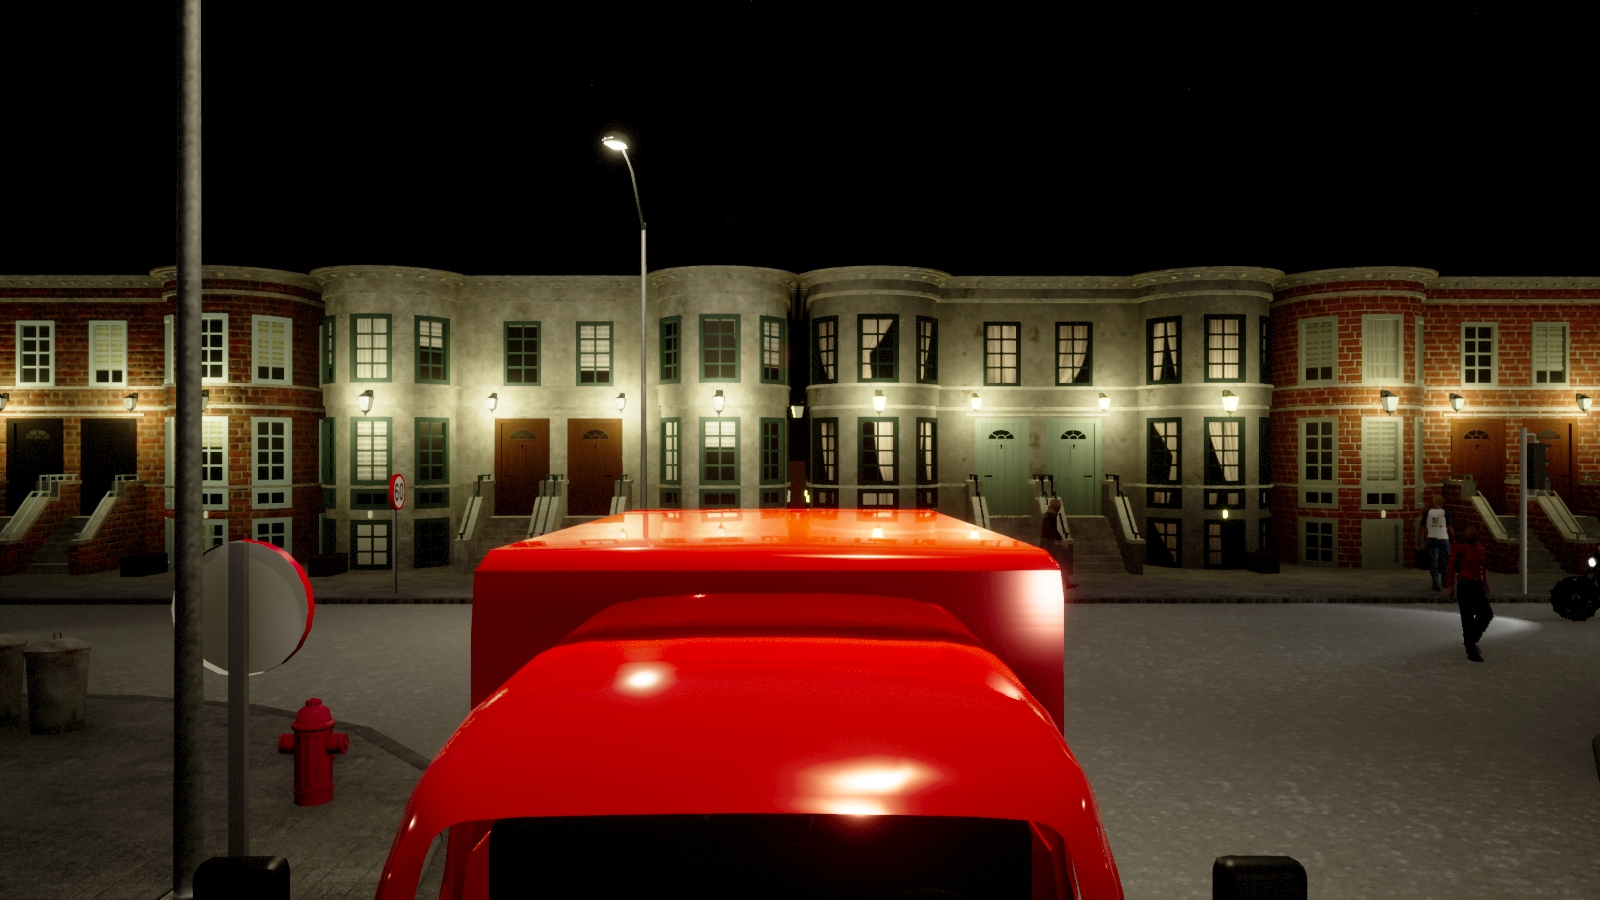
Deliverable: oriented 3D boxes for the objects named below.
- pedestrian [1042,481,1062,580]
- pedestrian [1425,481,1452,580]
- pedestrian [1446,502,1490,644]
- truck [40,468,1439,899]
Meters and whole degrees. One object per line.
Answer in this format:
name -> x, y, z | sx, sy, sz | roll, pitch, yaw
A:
pedestrian -> 4.811, 1.525, 21.796 | 0.375, 1.860, 0.375 | 0, 0, 12
pedestrian -> 12.198, 1.524, 21.820 | 0.375, 1.860, 0.375 | 0, 0, 44
pedestrian -> 8.929, 1.629, 15.277 | 0.375, 1.860, 0.375 | 0, 0, 0
truck -> -0.117, 1.348, 4.748 | 2.627, 2.467, 5.204 | 0, 0, 0
